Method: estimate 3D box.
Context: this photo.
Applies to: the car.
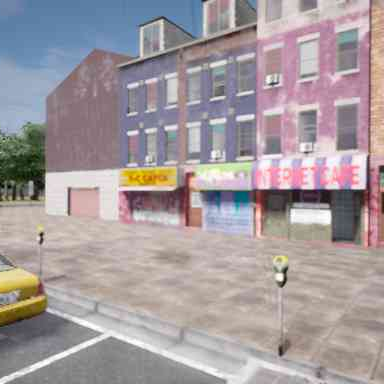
[{"bbox_3d":[-4.580,1.482,6.076,4.829,1.417,1.752,0,0,35],"label":"car"}]
